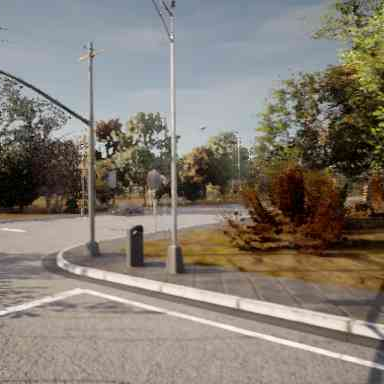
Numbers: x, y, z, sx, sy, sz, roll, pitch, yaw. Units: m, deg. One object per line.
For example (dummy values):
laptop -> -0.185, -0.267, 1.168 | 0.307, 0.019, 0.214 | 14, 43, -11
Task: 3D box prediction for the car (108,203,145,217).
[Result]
car -> -7.051, 1.859, 35.926 | 1.994, 1.385, 4.181 | -1, 0, 32
